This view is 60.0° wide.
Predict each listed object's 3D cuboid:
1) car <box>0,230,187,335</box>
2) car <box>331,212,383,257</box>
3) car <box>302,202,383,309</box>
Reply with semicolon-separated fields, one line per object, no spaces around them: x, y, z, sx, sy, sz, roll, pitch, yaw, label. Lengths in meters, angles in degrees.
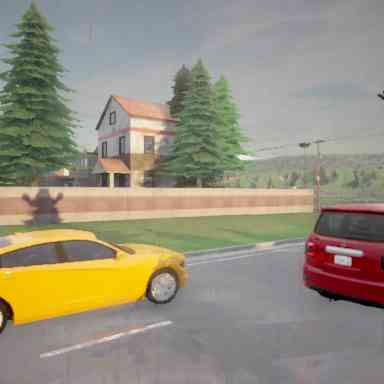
-2.412;1.478;6.406;5.008;1.535;1.882;0;0;-35;car
7.944;1.606;13.733;4.718;1.301;1.895;0;0;-36;car
4.725;1.226;7.139;5.566;2.045;2.150;0;0;-35;car
